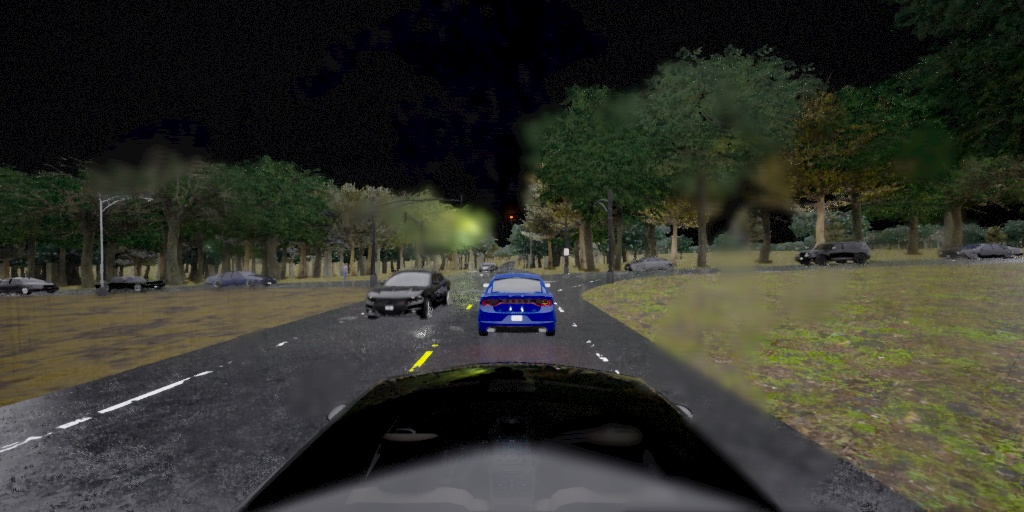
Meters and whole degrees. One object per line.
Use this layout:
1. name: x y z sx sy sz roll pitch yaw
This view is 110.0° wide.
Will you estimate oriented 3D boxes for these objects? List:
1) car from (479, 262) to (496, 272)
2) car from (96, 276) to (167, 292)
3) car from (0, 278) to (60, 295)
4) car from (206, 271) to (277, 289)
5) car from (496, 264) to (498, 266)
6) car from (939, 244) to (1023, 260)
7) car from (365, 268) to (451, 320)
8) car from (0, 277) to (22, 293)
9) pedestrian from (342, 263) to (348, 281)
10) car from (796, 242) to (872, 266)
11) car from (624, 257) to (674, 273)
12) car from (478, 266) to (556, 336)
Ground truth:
1. car: -3.867 1.679 53.561 2.128 1.511 4.902 0 -1 -1
2. car: -33.348 2.440 31.511 4.718 1.301 1.895 -2 -1 3
3. car: -43.512 2.674 31.996 4.892 1.490 1.837 -2 -1 3
4. car: -23.426 2.049 31.078 5.357 1.411 2.033 -2 -1 6
5. car: -3.994 1.847 62.948 2.128 1.511 4.902 0 -1 0
6. car: 41.677 -0.364 31.889 5.357 1.411 2.033 -2 -1 3
7. car: -3.489 1.234 12.883 1.882 1.535 5.008 0 0 2
8. car: -53.076 2.980 36.131 5.008 1.535 1.882 -2 -1 2
9. pedestrian: -17.861 1.682 38.404 0.375 1.860 0.375 0 1 3
10. car: 29.035 -0.204 32.451 5.566 2.045 2.150 -2 -1 2
11. car: 12.416 0.788 32.636 4.181 1.385 1.994 -2 -1 -6
12. car: 0.140 1.233 10.444 1.882 1.535 5.008 0 0 1
